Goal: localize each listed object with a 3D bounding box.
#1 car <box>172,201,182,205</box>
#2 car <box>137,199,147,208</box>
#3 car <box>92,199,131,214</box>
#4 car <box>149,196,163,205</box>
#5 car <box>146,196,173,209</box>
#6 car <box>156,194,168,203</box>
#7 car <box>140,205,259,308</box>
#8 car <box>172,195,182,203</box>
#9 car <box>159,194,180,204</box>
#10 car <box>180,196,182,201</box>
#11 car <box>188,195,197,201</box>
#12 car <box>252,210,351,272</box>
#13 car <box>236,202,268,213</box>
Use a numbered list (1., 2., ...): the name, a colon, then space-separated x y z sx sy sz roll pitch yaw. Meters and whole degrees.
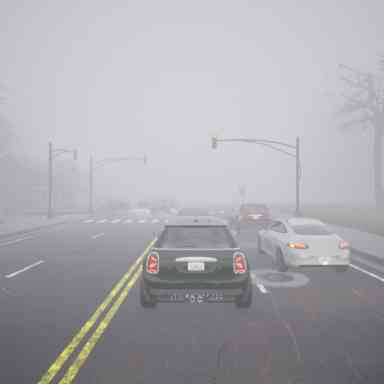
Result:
1. car: 0.061 1.478 17.351 1.882 1.535 5.008 0 0 0
2. car: -6.540 1.590 47.338 1.895 1.301 4.718 0 0 0
3. car: -8.536 1.491 35.671 2.128 1.511 4.902 0 0 28
4. car: -6.495 1.525 60.666 2.033 1.411 5.357 0 0 0
5. car: -3.311 1.504 35.011 1.837 1.490 4.892 0 0 0
6. car: -6.419 1.324 71.013 2.097 1.767 4.553 0 0 0
7. car: 0.085 1.352 8.086 2.097 1.767 4.553 0 0 0
8. car: -3.169 1.470 70.560 1.837 1.490 4.892 0 0 0
9. car: -3.292 1.481 47.287 2.128 1.511 4.902 0 0 0
10. car: -3.258 1.504 60.114 1.812 1.442 4.674 0 0 0
11. car: 0.099 1.482 85.690 2.128 1.511 4.902 0 0 0
12. car: 3.345 1.526 10.640 1.812 1.442 4.674 0 0 0
13. car: 3.331 1.352 19.434 2.097 1.767 4.553 0 0 0
